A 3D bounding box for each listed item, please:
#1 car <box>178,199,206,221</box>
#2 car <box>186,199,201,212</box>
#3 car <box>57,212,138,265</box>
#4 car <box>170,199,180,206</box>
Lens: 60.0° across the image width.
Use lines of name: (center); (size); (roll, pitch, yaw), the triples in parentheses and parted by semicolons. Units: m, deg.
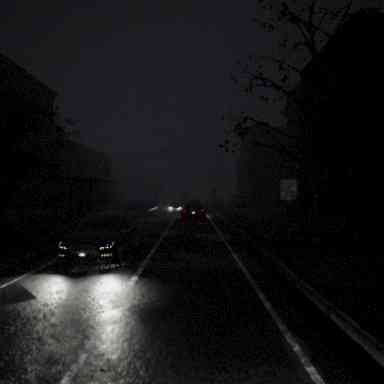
car: (0.120, 1.573, 27.657); (1.994, 1.385, 4.181); (0, 0, 0)
car: (0.131, 1.682, 42.909); (1.837, 1.490, 4.892); (0, -1, 0)
car: (-3.091, 1.509, 11.780); (1.837, 1.490, 4.892); (0, 0, 0)
car: (-2.964, 1.904, 60.571); (1.895, 1.301, 4.718); (0, 0, 0)
